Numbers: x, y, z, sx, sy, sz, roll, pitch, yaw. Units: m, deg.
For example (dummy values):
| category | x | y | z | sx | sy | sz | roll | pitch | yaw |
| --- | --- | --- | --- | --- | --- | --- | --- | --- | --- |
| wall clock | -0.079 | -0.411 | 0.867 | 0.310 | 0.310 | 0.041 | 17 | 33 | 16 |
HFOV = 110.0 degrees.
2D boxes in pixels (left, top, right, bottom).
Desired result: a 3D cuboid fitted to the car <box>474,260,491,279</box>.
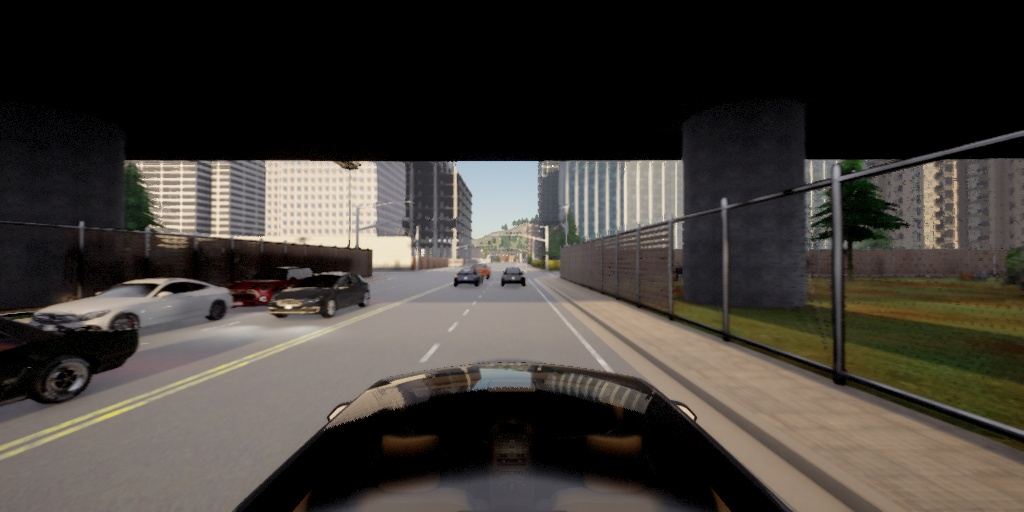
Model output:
| category | x | y | z | sx | sy | sz | roll | pitch | yaw |
| --- | --- | --- | --- | --- | --- | --- | --- | --- | --- |
| car | -3.420 | 1.569 | 39.354 | 2.097 | 1.767 | 4.553 | 0 | 0 | 0 |

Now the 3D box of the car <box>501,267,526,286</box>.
| category | x | y | z | sx | sy | sz | roll | pitch | yaw |
| --- | --- | --- | --- | --- | --- | --- | --- | --- | --- |
| car | 0.092 | 1.662 | 29.097 | 1.994 | 1.385 | 4.181 | 0 | -1 | 0 |

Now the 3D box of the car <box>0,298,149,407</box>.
| category | x | y | z | sx | sy | sz | roll | pitch | yaw |
| --- | --- | --- | --- | --- | --- | --- | --- | --- | --- |
| car | -7.097 | 1.376 | 3.660 | 1.895 | 1.301 | 4.718 | 0 | -1 | 0 |

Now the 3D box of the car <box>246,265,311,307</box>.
| category | x | y | z | sx | sy | sz | roll | pitch | yaw |
| --- | --- | --- | --- | --- | --- | --- | --- | --- | --- |
| car | -10.557 | 1.285 | 16.122 | 2.097 | 1.767 | 4.553 | 0 | -1 | 0 |

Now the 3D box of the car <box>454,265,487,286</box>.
| category | x | y | z | sx | sy | sz | roll | pitch | yaw |
| --- | --- | --- | --- | --- | --- | --- | --- | --- | --- |
| car | -3.420 | 1.657 | 28.765 | 1.994 | 1.385 | 4.181 | 0 | -1 | 1 |

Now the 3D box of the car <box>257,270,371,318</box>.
| category | x | y | z | sx | sy | sz | roll | pitch | yaw |
| --- | --- | --- | --- | --- | --- | --- | --- | --- | --- |
| car | -7.071 | 1.409 | 13.805 | 1.837 | 1.490 | 4.892 | 0 | -1 | 0 |

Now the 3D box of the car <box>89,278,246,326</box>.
| category | x | y | z | sx | sy | sz | roll | pitch | yaw |
| --- | --- | --- | --- | --- | --- | --- | --- | --- | --- |
| car | -10.501 | 1.388 | 10.480 | 1.812 | 1.442 | 4.674 | 0 | -1 | 0 |
